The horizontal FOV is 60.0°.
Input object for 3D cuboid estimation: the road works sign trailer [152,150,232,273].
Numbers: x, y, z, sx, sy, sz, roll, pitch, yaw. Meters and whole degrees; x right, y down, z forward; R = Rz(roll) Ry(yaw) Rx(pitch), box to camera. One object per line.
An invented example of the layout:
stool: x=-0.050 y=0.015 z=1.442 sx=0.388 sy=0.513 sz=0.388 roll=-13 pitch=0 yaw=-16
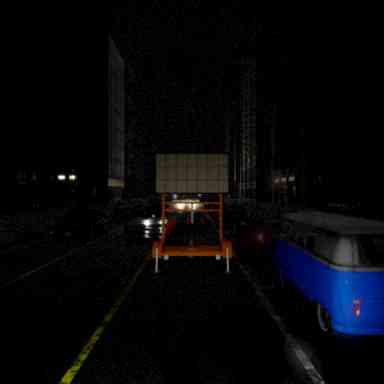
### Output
road works sign trailer: x=0.007 y=0.465 z=10.696 sx=2.380 sy=3.560 sz=2.880 roll=0 pitch=0 yaw=0

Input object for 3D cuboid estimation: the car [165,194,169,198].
car: x=-5.729 y=1.341 z=56.836 sx=2.192 sy=1.841 sz=5.009 roll=0 pitch=0 yaw=0

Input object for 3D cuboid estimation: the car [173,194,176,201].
car: x=-5.716 y=1.360 z=79.274 sx=2.192 sy=1.841 sz=5.009 roll=0 pitch=0 yaw=0

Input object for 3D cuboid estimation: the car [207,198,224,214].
car: x=2.783 y=1.592 z=34.406 sx=1.802 sy=1.307 sz=4.206 roll=0 pitch=0 yaw=0

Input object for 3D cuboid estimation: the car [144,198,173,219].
car: x=-3.086 y=1.554 z=29.308 sx=2.033 sy=1.411 sz=5.357 roll=0 pitch=0 yaw=0

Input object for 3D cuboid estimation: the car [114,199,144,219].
car: x=-5.745 y=1.557 z=28.788 sx=2.008 sy=1.369 sz=4.403 roll=0 pitch=0 yaw=0

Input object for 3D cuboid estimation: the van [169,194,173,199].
van: x=-5.720 y=1.381 z=73.664 sx=1.690 sy=1.788 sz=3.998 roll=0 pitch=0 yaw=0

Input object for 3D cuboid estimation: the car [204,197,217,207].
car: x=2.793 y=1.547 z=51.403 sx=1.752 sy=1.417 sz=4.829 roll=0 pitch=0 yaw=0

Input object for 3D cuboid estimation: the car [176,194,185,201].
car: x=-2.948 y=1.562 z=89.876 sx=1.837 sy=1.490 sz=4.892 roll=0 pitch=0 yaw=0

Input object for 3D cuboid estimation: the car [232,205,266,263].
car: x=2.771 y=1.441 z=11.969 sx=1.967 sy=1.590 sz=4.097 roll=0 pitch=0 yaw=0

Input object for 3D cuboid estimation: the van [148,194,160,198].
van: x=-5.735 y=1.359 z=45.617 sx=1.690 sy=1.788 sz=3.998 roll=0 pitch=0 yaw=0

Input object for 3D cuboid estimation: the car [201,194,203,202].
car: x=2.790 y=1.332 z=45.624 sx=2.192 sy=1.841 sz=5.009 roll=0 pitch=0 yaw=0

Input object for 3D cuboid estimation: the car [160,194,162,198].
car: x=-5.732 y=1.462 z=51.226 sx=1.967 sy=1.590 sz=4.097 roll=0 pitch=0 yaw=0

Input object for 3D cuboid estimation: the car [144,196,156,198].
car: x=-5.739 y=1.539 z=39.837 sx=1.752 sy=1.417 sz=4.829 roll=0 pitch=0 yaw=0

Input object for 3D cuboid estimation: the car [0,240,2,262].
car: x=-5.757 y=1.315 z=6.350 sx=2.192 sy=1.841 sz=5.009 roll=0 pitch=0 yaw=0

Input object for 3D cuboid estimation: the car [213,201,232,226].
car: x=2.777 y=1.570 z=23.187 sx=1.947 sy=1.339 sz=4.313 roll=0 pitch=0 yaw=0

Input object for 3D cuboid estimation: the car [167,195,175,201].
car: x=-5.710 y=1.607 z=90.492 sx=2.008 sy=1.369 sz=4.403 roll=0 pitch=0 yaw=0

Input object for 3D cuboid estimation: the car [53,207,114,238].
car: x=-5.751 y=1.568 z=17.569 sx=1.947 sy=1.339 sz=4.313 roll=0 pitch=0 yaw=0

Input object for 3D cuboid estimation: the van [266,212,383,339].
van: x=2.768 y=1.341 z=6.360 sx=1.690 sy=1.788 sz=3.998 roll=0 pitch=0 yaw=0

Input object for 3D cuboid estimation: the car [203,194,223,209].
car: x=2.787 y=1.328 z=40.015 sx=2.192 sy=1.841 sz=5.009 roll=0 pitch=0 yaw=0

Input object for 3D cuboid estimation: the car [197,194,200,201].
car: x=2.806 y=1.355 z=73.670 sx=2.192 sy=1.841 sz=5.009 roll=0 pitch=0 yaw=0

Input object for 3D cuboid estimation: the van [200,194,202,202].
van: x=2.799 y=1.371 z=62.451 sx=1.690 sy=1.788 sz=3.998 roll=0 pitch=0 yaw=0
